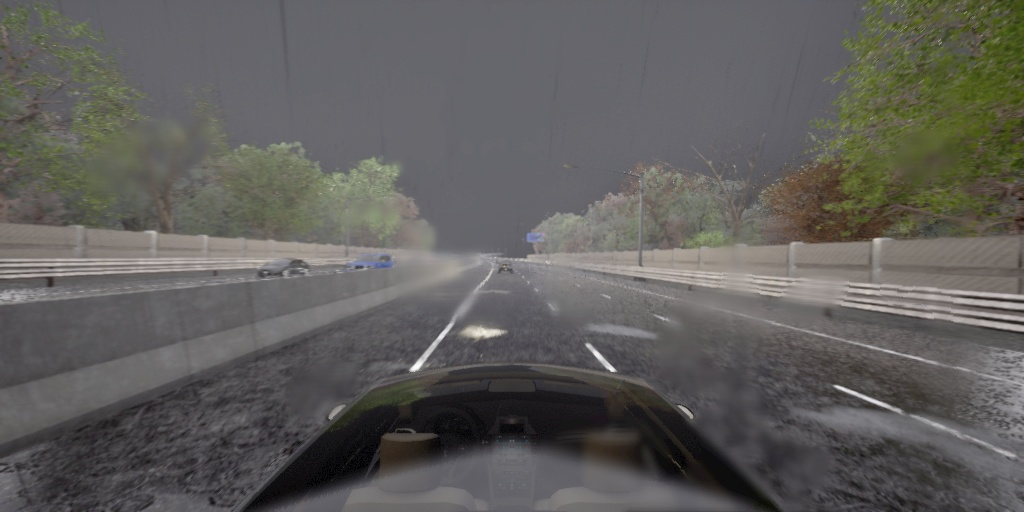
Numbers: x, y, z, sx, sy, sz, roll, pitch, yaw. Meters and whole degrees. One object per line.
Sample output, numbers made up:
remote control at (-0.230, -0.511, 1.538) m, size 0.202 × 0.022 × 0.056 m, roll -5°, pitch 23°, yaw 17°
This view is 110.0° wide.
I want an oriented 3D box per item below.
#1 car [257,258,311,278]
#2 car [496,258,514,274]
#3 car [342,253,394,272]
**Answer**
car at (-17.951, 0.930, 28.471) m, size 1.837 × 1.490 × 4.892 m, roll 1°, pitch 0°, yaw -1°
car at (-0.812, 1.388, 45.232) m, size 1.837 × 1.490 × 4.892 m, roll 1°, pitch -1°, yaw -2°
car at (-10.938, 0.810, 28.146) m, size 2.150 × 2.045 × 5.566 m, roll 1°, pitch 0°, yaw -1°
